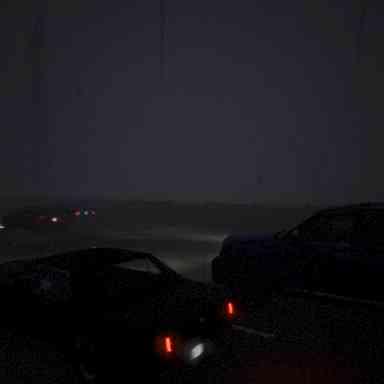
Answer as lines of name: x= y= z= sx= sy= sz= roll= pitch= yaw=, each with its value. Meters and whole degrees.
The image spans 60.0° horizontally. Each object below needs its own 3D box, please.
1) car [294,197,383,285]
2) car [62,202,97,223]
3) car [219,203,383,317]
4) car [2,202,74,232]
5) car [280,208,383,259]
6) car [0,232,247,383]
car: x=5.733 y=1.221 z=8.501 sx=5.566 sy=2.045 sz=2.150 roll=0 pitch=0 yaw=35
car: x=-9.003 y=1.413 z=23.309 sx=5.357 sy=1.411 sz=2.033 roll=0 pitch=0 yaw=35
car: x=3.072 y=1.215 z=6.100 sx=5.566 sy=2.045 sz=2.150 roll=0 pitch=0 yaw=36
car: x=-9.007 y=1.446 z=19.011 sx=4.181 sy=1.385 sz=1.994 roll=0 pitch=0 yaw=35
car: x=6.090 y=1.477 z=12.545 sx=4.902 sy=1.511 sz=2.128 roll=0 pitch=0 yaw=35
car: x=-1.736 y=1.573 z=5.230 sx=4.718 sy=1.301 sz=1.895 roll=0 pitch=0 yaw=35
